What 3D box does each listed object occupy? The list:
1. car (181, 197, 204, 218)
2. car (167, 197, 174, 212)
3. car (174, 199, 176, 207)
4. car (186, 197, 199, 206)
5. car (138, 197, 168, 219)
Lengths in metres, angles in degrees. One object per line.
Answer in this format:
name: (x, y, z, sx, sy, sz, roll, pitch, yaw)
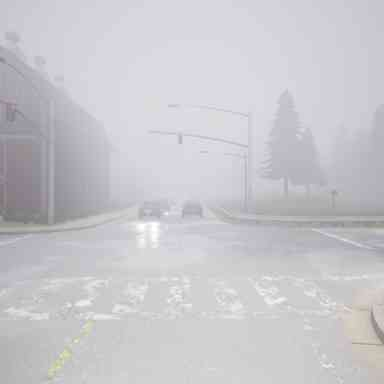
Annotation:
car: (0.024, 1.492, 30.452, 2.128, 1.511, 4.902, 0, 0, 0)
car: (-3.567, 1.505, 39.801, 1.837, 1.490, 4.892, 0, 0, 0)
car: (-3.545, 1.526, 51.878, 1.812, 1.442, 4.674, 0, 0, 0)
car: (0.044, 1.547, 55.918, 2.033, 1.411, 5.357, 0, 0, 0)
car: (-3.577, 1.492, 29.636, 2.128, 1.511, 4.902, 0, 0, 0)
